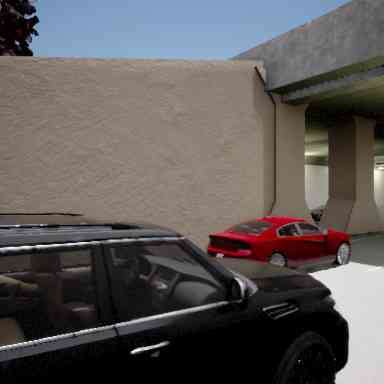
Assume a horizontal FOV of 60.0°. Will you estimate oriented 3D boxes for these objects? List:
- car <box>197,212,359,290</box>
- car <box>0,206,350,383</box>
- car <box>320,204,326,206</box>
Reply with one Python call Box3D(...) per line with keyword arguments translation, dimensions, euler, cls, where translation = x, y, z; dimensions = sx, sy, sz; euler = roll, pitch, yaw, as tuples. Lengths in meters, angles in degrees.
Box3D(translation=(2.721, 1.477, 9.858), dimensions=(5.008, 1.535, 1.882), euler=(0, 0, -35), cls="car")
Box3D(translation=(-0.948, 1.220, 2.953), dimensions=(5.566, 2.045, 2.150), euler=(0, 0, -35), cls="car")
Box3D(translation=(10.108, 1.547, 23.965), dimensions=(5.357, 1.411, 2.033), euler=(0, 0, -35), cls="car")
